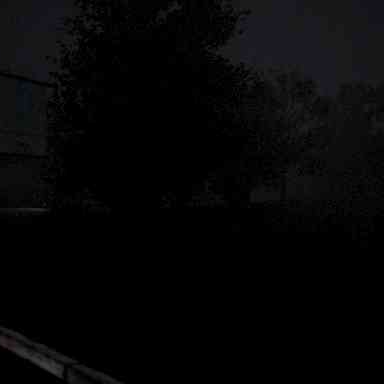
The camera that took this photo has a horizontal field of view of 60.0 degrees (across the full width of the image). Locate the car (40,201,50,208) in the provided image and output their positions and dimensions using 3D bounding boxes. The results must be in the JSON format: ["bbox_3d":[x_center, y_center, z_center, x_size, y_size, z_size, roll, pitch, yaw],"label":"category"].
[{"bbox_3d":[-18.501,1.505,46.199,1.837,1.490,4.892,0,0,38],"label":"car"}]

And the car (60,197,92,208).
[{"bbox_3d":[-15.605,1.524,44.227,1.812,1.442,4.674,0,0,38],"label":"car"}]

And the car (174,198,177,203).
[{"bbox_3d":[-3.063,1.498,60.788,1.895,1.301,4.718,0,0,35],"label":"car"}]
